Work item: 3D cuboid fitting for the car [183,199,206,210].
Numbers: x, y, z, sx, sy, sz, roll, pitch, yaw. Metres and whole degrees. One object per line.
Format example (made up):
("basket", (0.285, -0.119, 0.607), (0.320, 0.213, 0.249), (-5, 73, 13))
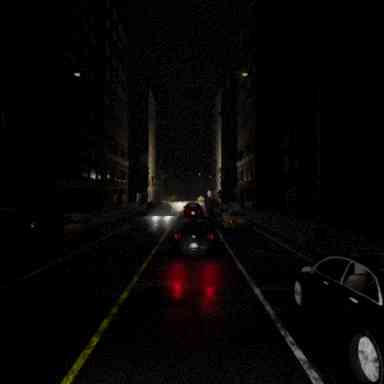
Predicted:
("car", (0.092, 1.730, 32.170), (1.812, 1.442, 4.674), (0, 0, 0))

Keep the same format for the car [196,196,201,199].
("car", (2.664, 2.129, 93.523), (1.752, 1.417, 4.829), (0, 0, -1))

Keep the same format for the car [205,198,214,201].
("car", (2.863, 1.843, 43.267), (1.947, 1.339, 4.313), (0, 0, 0))

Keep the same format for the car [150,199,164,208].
("car", (-5.660, 1.915, 54.156), (1.947, 1.339, 4.313), (0, 0, 0))

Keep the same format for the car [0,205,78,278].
("car", (-5.668, 1.380, 10.551), (2.192, 1.841, 5.009), (0, 0, 0))

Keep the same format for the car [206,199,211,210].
("car", (2.862, 1.807, 37.819), (1.947, 1.339, 4.313), (0, 0, 0))

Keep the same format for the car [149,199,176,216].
("car", (-3.091, 1.792, 35.748), (1.994, 1.385, 4.181), (0, 0, 0))

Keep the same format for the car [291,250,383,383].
("car", (2.857, 1.583, 5.129), (2.008, 1.369, 4.403), (0, 0, 0))

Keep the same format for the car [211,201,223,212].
("car", (2.860, 1.721, 26.922), (2.008, 1.369, 4.403), (0, 0, 0))

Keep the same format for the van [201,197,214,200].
("van", (2.864, 1.691, 54.166), (1.690, 1.788, 3.998), (0, 0, 0))

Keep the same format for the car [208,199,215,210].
("car", (2.861, 1.732, 32.541), (1.752, 1.417, 4.829), (0, 0, 0))

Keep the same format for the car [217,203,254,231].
("car", (2.859, 1.662, 21.644), (1.752, 1.417, 4.829), (0, 0, 0))

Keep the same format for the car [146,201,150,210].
("car", (-5.661, 1.895, 48.705), (1.802, 1.307, 4.206), (0, 0, 0))

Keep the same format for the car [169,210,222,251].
("car", (0.084, 1.692, 14.508), (1.895, 1.301, 4.718), (0, 0, 0))

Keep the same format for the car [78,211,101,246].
("car", (-5.666, 1.624, 15.830), (1.752, 1.417, 4.829), (0, 0, 0))
